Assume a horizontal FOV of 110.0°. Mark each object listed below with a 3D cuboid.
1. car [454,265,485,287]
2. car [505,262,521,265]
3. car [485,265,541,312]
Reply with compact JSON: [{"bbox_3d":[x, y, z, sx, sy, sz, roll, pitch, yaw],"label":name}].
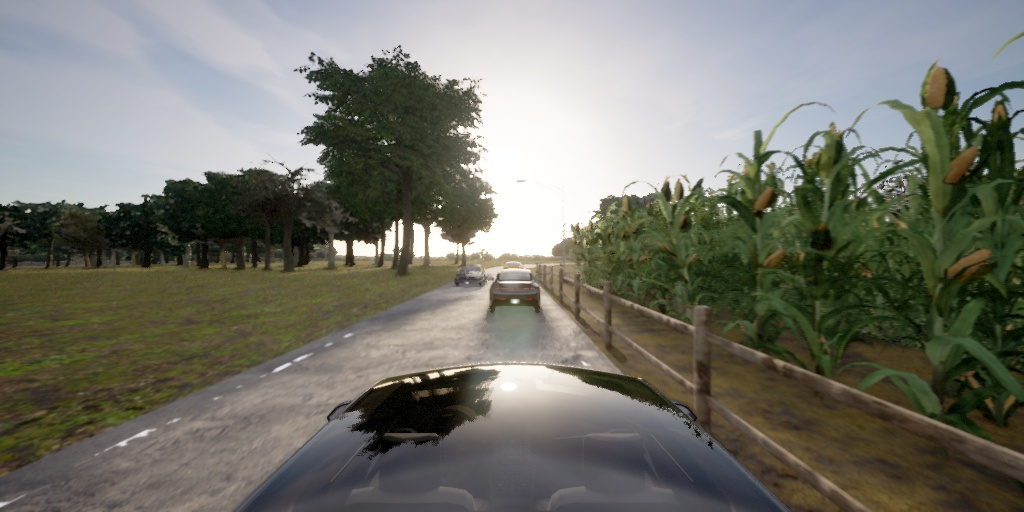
[{"bbox_3d":[-2.827,1.318,25.336,2.033,1.411,5.357,0,0,0],"label":"car"},{"bbox_3d":[0.109,1.253,32.691,1.882,1.535,5.008,0,0,0],"label":"car"},{"bbox_3d":[0.103,1.264,14.388,1.837,1.490,4.892,0,0,0],"label":"car"}]
